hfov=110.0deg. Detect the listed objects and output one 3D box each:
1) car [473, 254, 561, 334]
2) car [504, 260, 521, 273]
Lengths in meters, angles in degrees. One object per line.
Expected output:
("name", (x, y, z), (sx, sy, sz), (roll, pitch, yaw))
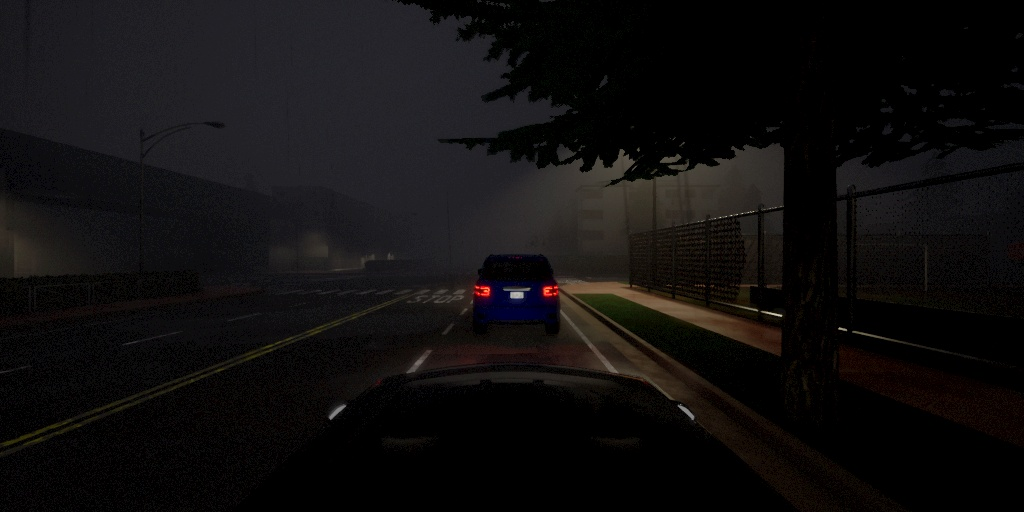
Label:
("car", (0.115, 0.972, 10.727), (2.150, 2.045, 5.566), (0, 0, 0))
("car", (0.025, 1.242, 45.602), (2.128, 1.511, 4.902), (0, 0, 0))
